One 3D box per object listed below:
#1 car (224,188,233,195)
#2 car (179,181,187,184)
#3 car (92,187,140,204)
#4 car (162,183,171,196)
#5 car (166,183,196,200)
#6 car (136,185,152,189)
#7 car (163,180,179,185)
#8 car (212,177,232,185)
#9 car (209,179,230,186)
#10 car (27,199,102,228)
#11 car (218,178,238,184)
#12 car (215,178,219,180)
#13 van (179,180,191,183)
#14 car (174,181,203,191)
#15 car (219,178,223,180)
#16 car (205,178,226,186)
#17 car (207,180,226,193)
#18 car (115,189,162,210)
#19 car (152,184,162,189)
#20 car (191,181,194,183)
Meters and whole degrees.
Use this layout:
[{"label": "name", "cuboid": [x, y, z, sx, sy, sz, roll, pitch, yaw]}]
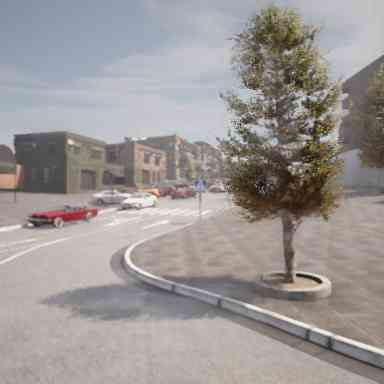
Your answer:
[{"label": "car", "cuboid": [6.956, -0.122, 41.978, 4.892, 1.490, 1.837, 0, 4, 31]}, {"label": "car", "cuboid": [-3.606, -0.457, 50.067, 5.008, 1.535, 2.097, -2, 3, 0]}, {"label": "car", "cuboid": [-8.491, 0.535, 36.183, 4.674, 1.452, 2.002, -2, 3, -1]}, {"label": "car", "cuboid": [-5.589, -0.045, 44.511, 4.792, 1.488, 2.163, -2, 4, 0]}, {"label": "car", "cuboid": [-0.987, 0.089, 41.400, 1.812, 1.442, 4.674, 0, 4, 23]}, {"label": "car", "cuboid": [-7.486, 0.333, 38.962, 4.792, 1.488, 2.163, -2, 3, -1]}, {"label": "car", "cuboid": [-4.554, -0.392, 47.277, 4.553, 1.767, 2.185, -2, 4, 0]}, {"label": "car", "cuboid": [7.319, -2.645, 80.385, 4.553, 1.767, 2.185, -2, 3, 0]}, {"label": "car", "cuboid": [6.291, -2.302, 77.655, 4.674, 1.452, 2.002, -2, 3, 0]}, {"label": "car", "cuboid": [-8.236, 1.437, 21.579, 1.895, 1.301, 4.718, 0, 2, 20]}, {"label": "car", "cuboid": [9.296, -2.855, 85.902, 5.008, 1.535, 2.097, -2, 3, 0]}, {"label": "car", "cuboid": [2.315, -1.592, 66.626, 4.892, 1.521, 2.231, -2, 4, 0]}, {"label": "van", "cuboid": [-2.744, -0.868, 52.818, 4.442, 1.987, 1.878, -2, 4, 0]}, {"label": "car", "cuboid": [-0.661, -1.025, 58.356, 5.008, 1.535, 2.097, -2, 3, 0]}, {"label": "car", "cuboid": [3.309, -1.781, 69.379, 4.892, 1.521, 2.231, -2, 4, 0]}, {"label": "car", "cuboid": [5.320, -2.284, 74.882, 4.553, 1.767, 2.185, -2, 3, 0]}, {"label": "car", "cuboid": [4.171, -0.730, 53.032, 1.812, 1.442, 4.674, 0, 4, 21]}, {"label": "car", "cuboid": [-4.869, 0.804, 31.033, 1.812, 1.442, 4.674, 0, 4, 20]}, {"label": "car", "cuboid": [-6.512, -0.011, 41.724, 4.553, 1.767, 2.185, -2, 4, -1]}, {"label": "car", "cuboid": [-1.451, -0.845, 55.595, 5.366, 1.575, 1.946, -2, 3, 0]}]
